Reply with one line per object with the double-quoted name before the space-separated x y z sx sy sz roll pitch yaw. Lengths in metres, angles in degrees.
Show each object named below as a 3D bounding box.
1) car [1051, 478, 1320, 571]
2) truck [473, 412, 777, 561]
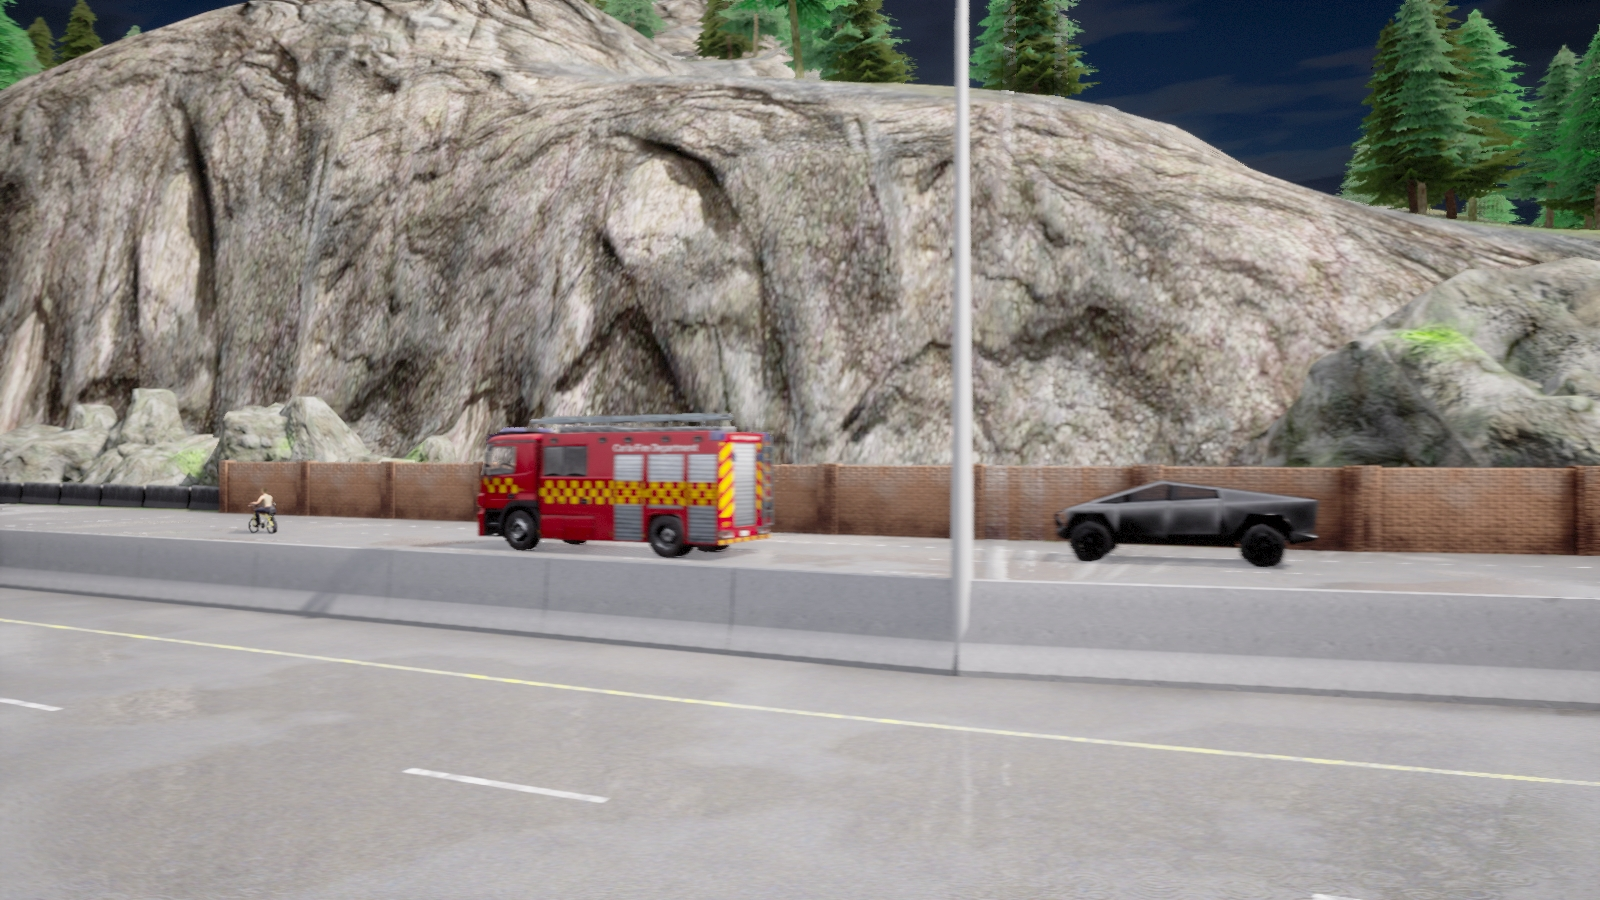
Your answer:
"car" 9.791 1.826 29.261 6.274 2.098 2.390 0 0 21
"truck" -5.089 0.970 32.626 8.468 3.827 2.891 0 0 27
